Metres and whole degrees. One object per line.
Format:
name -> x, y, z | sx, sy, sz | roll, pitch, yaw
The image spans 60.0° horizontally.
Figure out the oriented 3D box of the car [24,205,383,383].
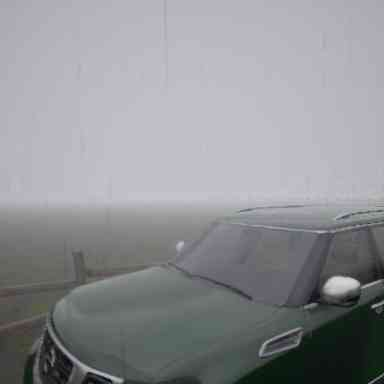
car -> 1.168, 1.212, 3.896 | 5.566, 2.045, 2.150 | 0, 0, -35
